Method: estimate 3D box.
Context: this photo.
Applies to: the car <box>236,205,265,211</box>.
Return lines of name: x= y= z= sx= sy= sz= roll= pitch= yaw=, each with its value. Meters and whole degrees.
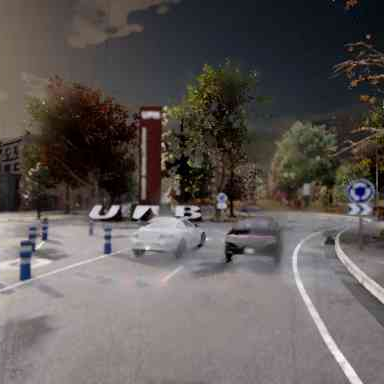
car: x=10.670 y=3.018 z=60.991 sx=5.357 sy=1.411 sz=2.033 roll=-1 pitch=-2 yaw=43

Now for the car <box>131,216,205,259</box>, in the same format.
car: x=-0.824 y=1.711 z=13.479 sx=1.812 sy=1.442 sz=4.674 roll=0 pitch=-1 yaw=17

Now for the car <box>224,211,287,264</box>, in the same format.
car: x=2.480 y=1.658 z=12.557 sx=2.128 sy=1.511 sz=4.902 roll=-1 pitch=-2 yaw=17

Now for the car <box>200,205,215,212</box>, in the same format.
car: x=3.048 y=3.047 z=62.147 sx=4.181 sy=1.385 sz=1.994 roll=0 pitch=-2 yaw=22
